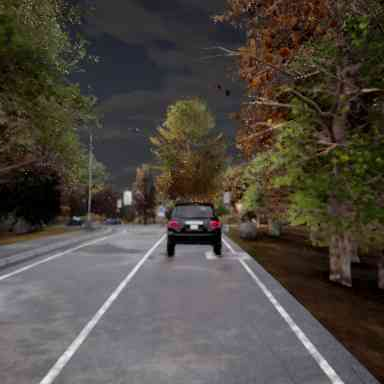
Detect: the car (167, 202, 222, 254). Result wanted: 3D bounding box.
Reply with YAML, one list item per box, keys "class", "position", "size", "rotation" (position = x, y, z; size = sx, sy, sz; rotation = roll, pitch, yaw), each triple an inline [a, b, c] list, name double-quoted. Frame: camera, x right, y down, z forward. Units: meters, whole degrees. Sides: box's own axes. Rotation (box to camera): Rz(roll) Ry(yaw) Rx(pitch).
- class: "car"
  position: [0.095, 1.517, 14.922]
  size: [2.150, 2.045, 5.566]
  rotation: [0, -3, 0]

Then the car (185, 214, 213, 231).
- class: "car"
  position: [0.735, 2.762, 30.193]
  size: [2.033, 1.411, 5.357]
  rotation: [-1, -5, 7]

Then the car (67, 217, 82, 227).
- class: "car"
  position: [-18.006, 4.568, 50.977]
  size: [1.882, 1.535, 5.008]
  rotation: [2, -6, -22]

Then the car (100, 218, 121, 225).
- class: "car"
  position: [-16.524, 6.088, 67.548]
  size: [1.812, 1.442, 4.674]
  rotation: [-4, -5, 36]
